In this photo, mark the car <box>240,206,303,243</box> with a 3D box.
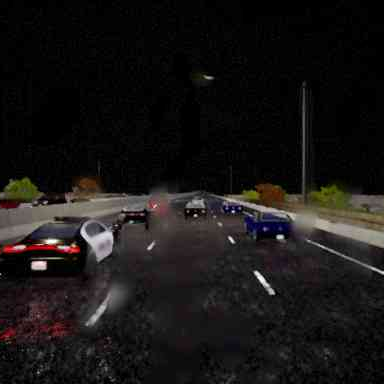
[{"bbox_3d":[3.698,1.585,16.065,1.895,1.301,4.718,0,0,1],"label":"car"}]

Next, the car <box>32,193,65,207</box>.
[{"bbox_3d":[-17.071,1.184,40.262,2.150,2.045,5.566,0,0,2],"label":"car"}]

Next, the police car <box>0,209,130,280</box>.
[{"bbox_3d":[-3.462,1.492,9.980,2.038,1.542,4.974,0,0,0],"label":"police car"}]

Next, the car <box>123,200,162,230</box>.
[{"bbox_3d":[-3.352,1.471,20.948,2.128,1.511,4.902,0,0,1],"label":"car"}]

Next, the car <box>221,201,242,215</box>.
[{"bbox_3d":[3.977,1.576,33.898,1.895,1.301,4.718,0,0,1],"label":"car"}]

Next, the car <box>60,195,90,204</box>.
[{"bbox_3d":[-13.580,1.468,39.904,1.837,1.490,4.892,0,0,2],"label":"car"}]

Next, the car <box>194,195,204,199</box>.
[{"bbox_3d":[1.017,1.572,54.743,1.895,1.301,4.718,0,0,2],"label":"car"}]

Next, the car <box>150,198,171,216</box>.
[{"bbox_3d":[-3.173,1.325,31.884,2.097,1.767,4.553,0,0,1],"label":"car"}]

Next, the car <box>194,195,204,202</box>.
[{"bbox_3d":[1.566,1.505,74.446,2.128,1.511,4.902,0,0,2],"label":"car"}]

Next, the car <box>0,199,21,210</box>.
[{"bbox_3d":[-20.657,1.487,36.641,1.812,1.442,4.674,0,0,1],"label":"car"}]

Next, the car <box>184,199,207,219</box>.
[{"bbox_3d":[0.325,1.577,28.819,1.895,1.301,4.718,0,0,1],"label":"car"}]
